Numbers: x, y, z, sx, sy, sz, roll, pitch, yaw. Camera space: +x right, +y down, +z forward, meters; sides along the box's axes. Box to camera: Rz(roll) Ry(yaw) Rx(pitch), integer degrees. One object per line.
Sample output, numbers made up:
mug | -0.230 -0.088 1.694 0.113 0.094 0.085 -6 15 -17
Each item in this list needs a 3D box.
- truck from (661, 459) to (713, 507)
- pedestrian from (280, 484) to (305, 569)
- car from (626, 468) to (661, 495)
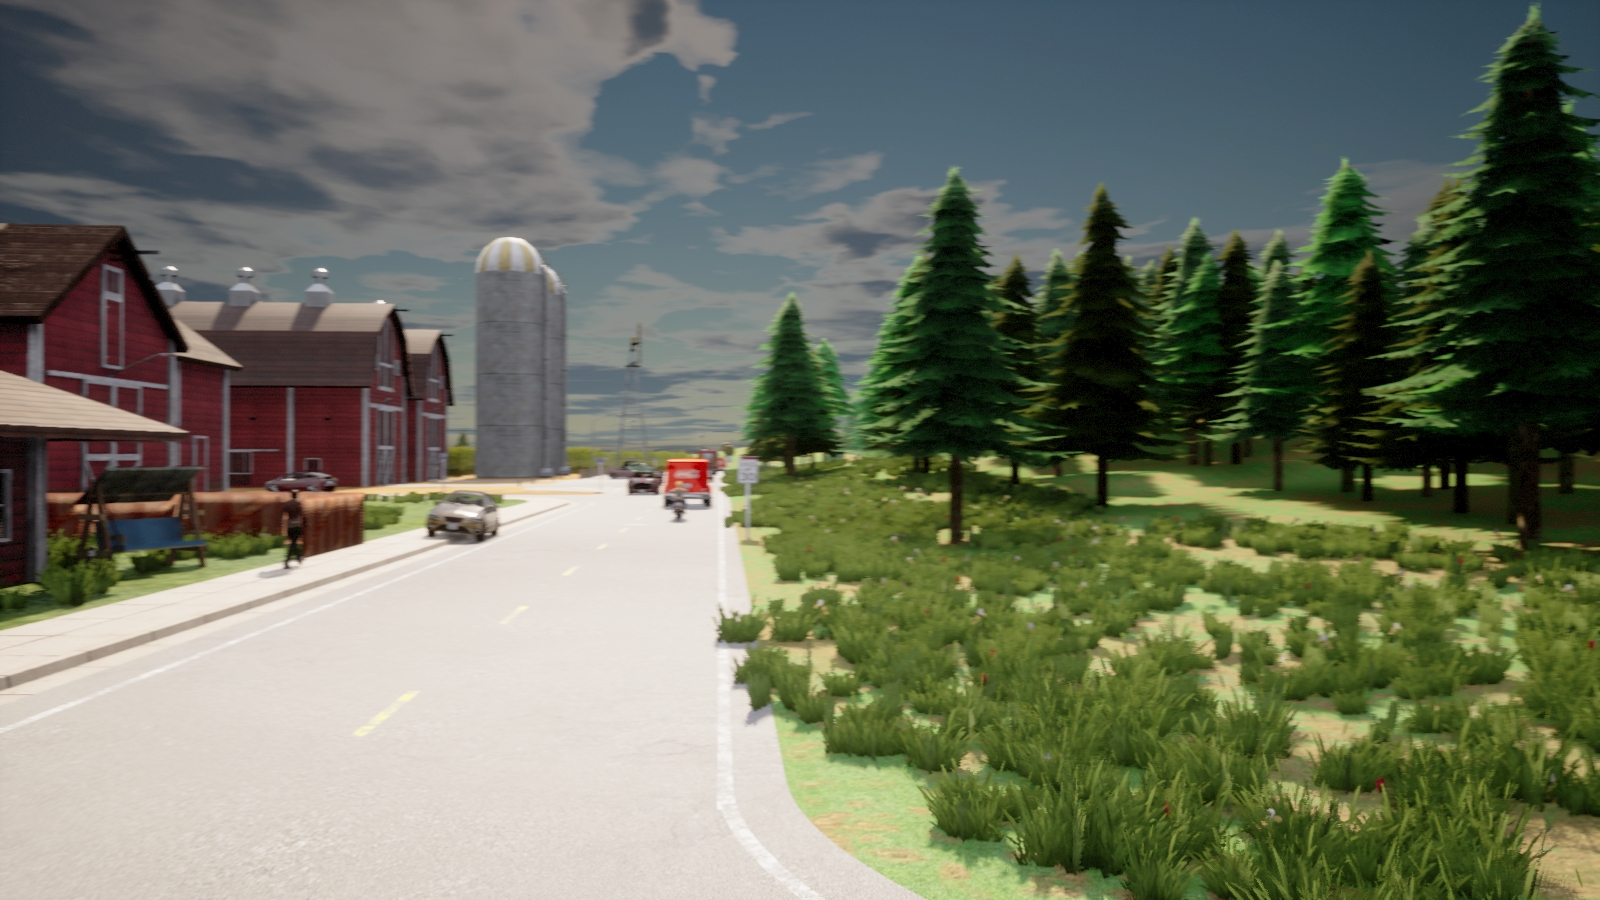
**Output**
truck | -6.022 1.733 61.517 2.627 2.467 5.204 0 0 -5
pedestrian | -11.159 1.675 25.121 0.375 1.860 0.375 0 0 -2
car | -10.690 2.150 78.437 2.097 1.767 4.553 0 0 -4
